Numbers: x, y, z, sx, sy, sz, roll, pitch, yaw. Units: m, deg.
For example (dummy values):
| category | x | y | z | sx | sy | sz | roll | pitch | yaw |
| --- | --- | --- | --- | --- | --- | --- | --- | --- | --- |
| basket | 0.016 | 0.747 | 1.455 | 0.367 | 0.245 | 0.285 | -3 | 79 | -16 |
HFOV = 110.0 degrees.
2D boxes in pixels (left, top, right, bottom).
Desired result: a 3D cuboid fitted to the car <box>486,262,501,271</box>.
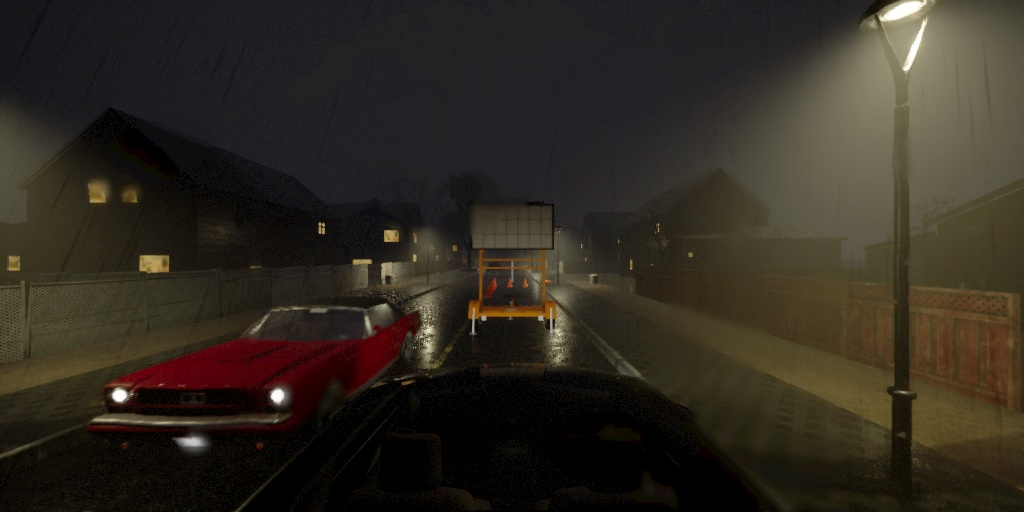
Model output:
| category | x | y | z | sx | sy | sz | roll | pitch | yaw |
| --- | --- | --- | --- | --- | --- | --- | --- | --- | --- |
| car | -2.687 | 1.506 | 52.587 | 1.994 | 1.385 | 4.181 | 0 | 0 | 0 |

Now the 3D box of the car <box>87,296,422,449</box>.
| category | x | y | z | sx | sy | sz | roll | pitch | yaw |
| --- | --- | --- | --- | --- | --- | --- | --- | --- | --- |
| car | -2.844 | 1.352 | 5.396 | 1.895 | 1.301 | 4.718 | 0 | 0 | 0 |

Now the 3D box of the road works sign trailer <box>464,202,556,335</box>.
| category | x | y | z | sx | sy | sz | roll | pitch | yaw |
| --- | --- | --- | --- | --- | --- | --- | --- | --- | --- |
| road works sign trailer | 0.012 | 0.219 | 10.535 | 2.380 | 3.560 | 2.880 | 0 | 0 | 0 |
